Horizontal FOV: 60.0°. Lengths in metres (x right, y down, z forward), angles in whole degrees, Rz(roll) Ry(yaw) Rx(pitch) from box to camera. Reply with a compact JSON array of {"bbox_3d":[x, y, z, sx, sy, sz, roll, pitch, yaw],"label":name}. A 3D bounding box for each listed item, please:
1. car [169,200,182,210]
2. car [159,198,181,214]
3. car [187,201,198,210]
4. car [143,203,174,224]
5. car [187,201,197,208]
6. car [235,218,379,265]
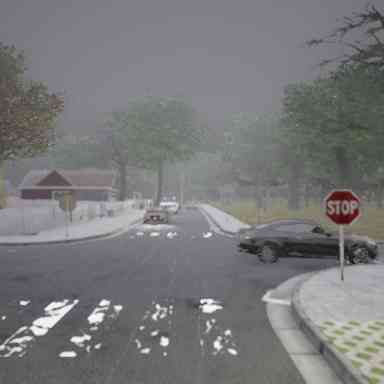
[{"bbox_3d":[-2.814,2.211,56.919,1.882,1.535,5.008,0,-1,1],"label":"car"},{"bbox_3d":[-2.867,1.741,42.257,2.150,2.045,5.566,0,-1,0],"label":"car"},{"bbox_3d":[0.033,2.339,57.167,1.895,1.301,4.718,0,-1,0],"label":"car"},{"bbox_3d":[-2.861,1.880,27.720,1.994,1.385,4.181,0,-1,0],"label":"car"},{"bbox_3d":[-0.024,2.453,67.233,1.994,1.385,4.181,0,-1,0],"label":"car"},{"bbox_3d":[3.866,1.665,11.568,4.674,1.442,1.812,1,-1,6],"label":"car"}]
